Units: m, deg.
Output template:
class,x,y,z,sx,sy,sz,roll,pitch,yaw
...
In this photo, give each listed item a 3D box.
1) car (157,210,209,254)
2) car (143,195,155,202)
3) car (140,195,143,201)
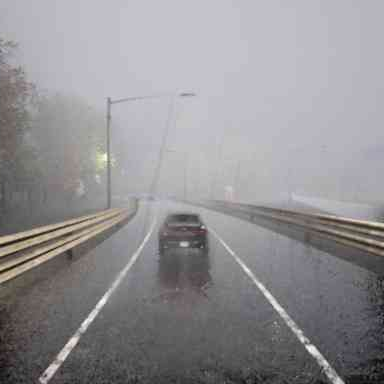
class,x,y,z,sx,sy,sz,roll,pitch,yaw
car,-0.362,1.517,13.563,1.837,1.490,4.892,0,0,-2
car,-9.612,1.545,76.729,1.837,1.490,4.892,0,0,-14
car,-12.269,1.503,86.594,2.128,1.511,4.902,0,0,-16
